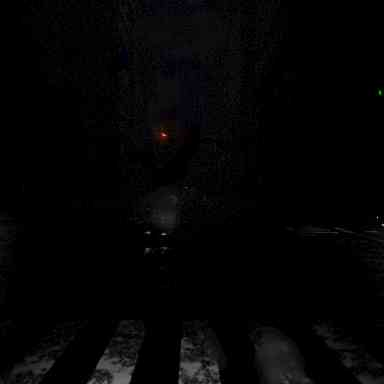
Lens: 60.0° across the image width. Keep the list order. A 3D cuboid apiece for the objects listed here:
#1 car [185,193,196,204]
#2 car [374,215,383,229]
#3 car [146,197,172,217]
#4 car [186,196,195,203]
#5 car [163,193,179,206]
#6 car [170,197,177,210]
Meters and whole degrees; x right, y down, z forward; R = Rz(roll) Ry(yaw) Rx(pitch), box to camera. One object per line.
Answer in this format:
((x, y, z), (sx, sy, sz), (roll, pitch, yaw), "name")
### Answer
((-0.121, 1.481, 62.628), (2.128, 1.511, 4.902), (0, 0, 0), "car")
((13.487, 1.653, 19.654), (4.718, 1.301, 1.895), (0, 1, 0), "car")
((-3.221, 1.519, 31.650), (1.812, 1.442, 4.674), (0, 0, -1), "car")
((-0.242, 1.585, 73.075), (1.895, 1.301, 4.718), (0, 0, 0), "car")
((-3.286, 1.211, 52.200), (2.150, 2.045, 5.566), (0, 0, 0), "car")
((-3.261, 1.592, 41.610), (1.895, 1.301, 4.718), (0, 0, 0), "car")
